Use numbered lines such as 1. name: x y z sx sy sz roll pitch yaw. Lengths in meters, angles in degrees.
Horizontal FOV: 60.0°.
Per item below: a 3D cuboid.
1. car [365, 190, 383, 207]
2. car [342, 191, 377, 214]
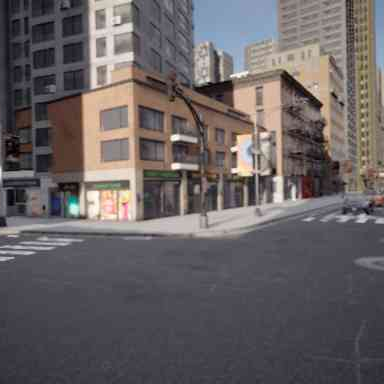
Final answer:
1. car: 18.415 0.585 34.320 2.097 1.767 4.553 -1 1 34
2. car: 13.402 0.950 26.790 1.812 1.442 4.674 -1 1 34
